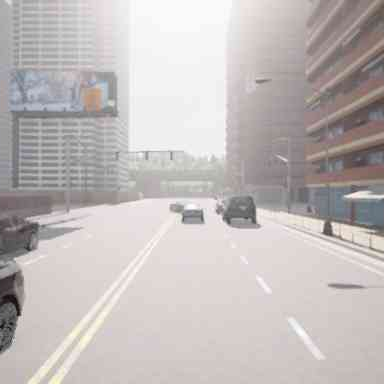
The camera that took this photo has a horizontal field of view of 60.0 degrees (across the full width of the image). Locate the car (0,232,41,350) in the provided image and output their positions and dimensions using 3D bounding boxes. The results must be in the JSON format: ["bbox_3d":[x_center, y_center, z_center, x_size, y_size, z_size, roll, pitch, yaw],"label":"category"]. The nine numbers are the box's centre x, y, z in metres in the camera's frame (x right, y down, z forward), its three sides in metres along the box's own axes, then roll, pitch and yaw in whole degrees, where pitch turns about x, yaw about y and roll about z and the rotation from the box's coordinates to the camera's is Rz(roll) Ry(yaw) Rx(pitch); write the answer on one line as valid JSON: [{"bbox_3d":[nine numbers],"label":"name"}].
[{"bbox_3d":[-3.585,1.498,3.384,2.128,1.511,4.902,0,0,0],"label":"car"}]

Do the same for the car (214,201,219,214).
[{"bbox_3d":[3.543,1.614,37.007,2.033,1.411,5.357,0,0,1],"label":"car"}]

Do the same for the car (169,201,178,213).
[{"bbox_3d":[-1.353,1.672,38.998,1.895,1.301,4.718,0,0,-18],"label":"car"}]

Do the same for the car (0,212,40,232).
[{"bbox_3d":[-7.042,1.499,11.357,1.882,1.535,5.008,0,0,1],"label":"car"}]

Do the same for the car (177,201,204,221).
[{"bbox_3d":[0.058,1.598,27.716,2.033,1.411,5.357,0,0,0],"label":"car"}]

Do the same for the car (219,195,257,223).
[{"bbox_3d":[3.568,1.270,25.807,2.150,2.045,5.566,0,0,0],"label":"car"}]
